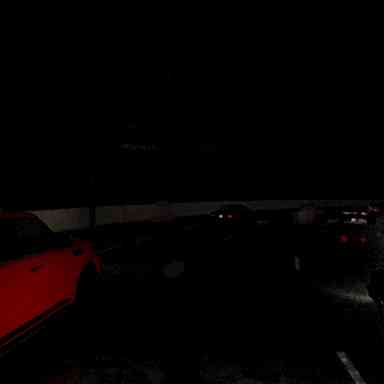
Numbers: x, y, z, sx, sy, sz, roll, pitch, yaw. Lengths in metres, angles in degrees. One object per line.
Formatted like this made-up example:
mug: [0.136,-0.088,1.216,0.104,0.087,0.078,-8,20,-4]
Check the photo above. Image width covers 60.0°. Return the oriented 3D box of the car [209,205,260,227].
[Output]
car: [3.077,1.595,23.234,2.033,1.411,5.357,0,0,30]

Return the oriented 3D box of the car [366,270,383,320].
car: [3.988,1.579,3.938,2.033,1.411,5.357,0,0,8]

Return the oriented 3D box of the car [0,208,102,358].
car: [-3.111,1.206,4.411,2.150,2.045,5.566,0,0,6]

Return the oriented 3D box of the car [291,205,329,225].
car: [9.086,1.655,25.525,1.994,1.385,4.181,0,0,35]

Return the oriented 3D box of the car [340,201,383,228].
car: [11.762,1.598,23.377,2.128,1.511,4.902,0,0,34]
